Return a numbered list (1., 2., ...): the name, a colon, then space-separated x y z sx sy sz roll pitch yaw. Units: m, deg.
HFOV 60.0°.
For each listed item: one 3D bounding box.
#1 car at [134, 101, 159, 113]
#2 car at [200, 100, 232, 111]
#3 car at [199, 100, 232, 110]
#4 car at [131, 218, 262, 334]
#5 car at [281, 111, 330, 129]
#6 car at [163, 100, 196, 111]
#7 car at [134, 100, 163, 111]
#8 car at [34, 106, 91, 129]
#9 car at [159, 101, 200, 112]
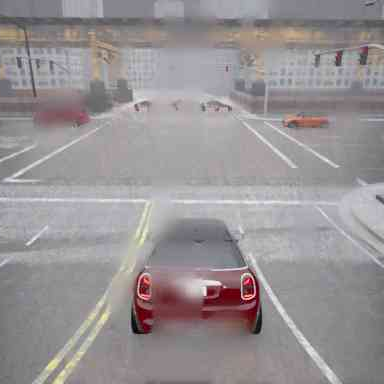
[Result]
1. car: -6.466 -12.675 49.182 4.974 1.542 2.038 18 26 42
2. car: 3.524 -12.865 49.733 4.974 1.542 2.038 11 22 28
3. car: 3.478 -13.022 49.705 4.536 1.218 1.853 11 22 28
4. car: 0.080 1.344 7.142 2.097 1.767 4.553 0 5 0
5. car: 11.514 -7.408 33.829 4.553 1.767 2.097 0 19 1
6. car: -1.817 -12.803 49.074 4.536 1.218 1.853 -13 23 -33
7. car: -6.503 -12.836 49.164 4.536 1.218 1.853 18 26 42
8. car: -13.318 -7.718 34.296 5.566 2.045 2.150 0 19 1
9. car: -1.859 -12.644 49.098 4.974 1.542 2.038 -13 23 -33
